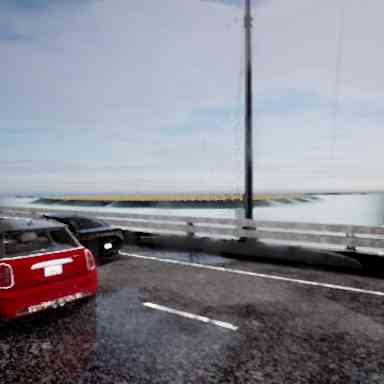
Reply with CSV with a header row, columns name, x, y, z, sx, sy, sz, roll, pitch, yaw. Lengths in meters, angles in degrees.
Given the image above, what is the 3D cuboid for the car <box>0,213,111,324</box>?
name,x,y,z,sx,sy,sz,roll,pitch,yaw
car,-4.076,1.355,6.899,4.553,1.767,2.097,0,0,36

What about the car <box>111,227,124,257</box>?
name,x,y,z,sx,sy,sz,roll,pitch,yaw
car,-4.557,1.482,11.561,5.008,1.535,1.882,0,0,36
